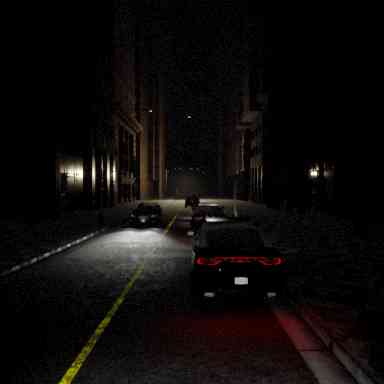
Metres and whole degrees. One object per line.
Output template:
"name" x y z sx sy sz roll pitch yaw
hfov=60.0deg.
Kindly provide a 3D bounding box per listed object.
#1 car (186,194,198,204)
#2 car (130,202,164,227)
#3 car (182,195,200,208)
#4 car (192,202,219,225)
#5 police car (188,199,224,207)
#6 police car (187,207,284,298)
"car" 0.051 1.272 60.071 2.097 1.767 4.553 0 0 0
"car" -2.980 1.475 22.754 2.128 1.511 4.902 0 0 0
"car" 0.056 1.299 46.778 2.097 1.767 4.553 0 0 0
"car" 0.921 1.507 24.577 1.812 1.442 4.674 0 0 0
"police car" 0.916 1.413 18.687 1.930 1.638 5.238 0 0 0
"police car" 0.907 1.421 8.685 1.930 1.638 5.238 0 0 0
